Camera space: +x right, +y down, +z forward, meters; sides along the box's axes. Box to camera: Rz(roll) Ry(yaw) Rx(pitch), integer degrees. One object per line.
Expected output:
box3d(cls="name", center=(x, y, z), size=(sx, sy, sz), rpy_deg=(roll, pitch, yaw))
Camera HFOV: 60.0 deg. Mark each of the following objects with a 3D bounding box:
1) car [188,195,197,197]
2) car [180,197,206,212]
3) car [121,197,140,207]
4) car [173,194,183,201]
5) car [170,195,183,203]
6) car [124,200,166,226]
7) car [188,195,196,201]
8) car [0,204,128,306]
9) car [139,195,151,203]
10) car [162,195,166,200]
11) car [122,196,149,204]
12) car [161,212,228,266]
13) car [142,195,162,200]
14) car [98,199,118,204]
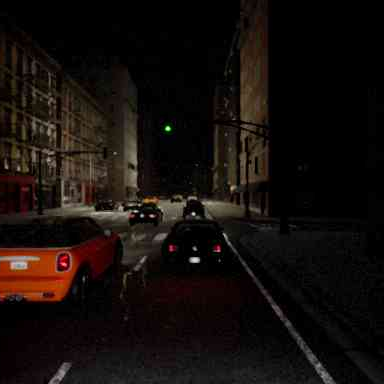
box3d(cls="car", center=(0.050, 1.585, 66.785), size=(1.895, 1.301, 4.718), rpy_deg=(0, 0, 0))
box3d(cls="car", center=(0.125, 1.507, 29.474), size=(1.837, 1.490, 4.892), rpy_deg=(0, 0, 0))
box3d(cls="car", center=(-9.782, 1.537, 53.214), size=(2.033, 1.411, 5.357), rpy_deg=(0, 0, 0))
box3d(cls="car", center=(-3.192, 1.338, 76.733), size=(1.882, 1.535, 5.008), rpy_deg=(0, 0, 0))
box3d(cls="car", center=(-3.200, 1.336, 66.694), size=(2.097, 1.767, 4.553), rpy_deg=(0, 0, 0))
box3d(cls="car", center=(-3.134, 1.548, 23.407), size=(2.033, 1.411, 5.357), rpy_deg=(0, 0, 0))
box3d(cls="car", center=(0.058, 1.361, 76.731), size=(1.837, 1.490, 4.892), rpy_deg=(0, 0, 0))
box3d(cls="car", center=(-3.144, 1.353, 8.173), size=(2.097, 1.767, 4.553), rpy_deg=(0, 0, 0))
box3d(cls="car", center=(-9.698, 1.369, 69.321), size=(1.837, 1.490, 4.892), rpy_deg=(0, 0, 0))
box3d(cls="car", center=(-6.447, 1.323, 70.183), size=(2.033, 1.411, 5.357), rpy_deg=(0, 0, 0))
box3d(cls="car", center=(-6.566, 1.543, 38.138), size=(2.033, 1.411, 5.357), rpy_deg=(0, 0, 0))
box3d(cls="car", center=(0.188, 1.602, 11.489), size=(1.895, 1.301, 4.718), rpy_deg=(0, 0, 3))
box3d(cls="car", center=(-6.527, 1.466, 53.869), size=(1.882, 1.535, 5.008), rpy_deg=(0, 0, 0))
box3d(cls="car", center=(-9.812, 1.559, 38.451), size=(1.994, 1.385, 4.181), rpy_deg=(0, 0, 0))
